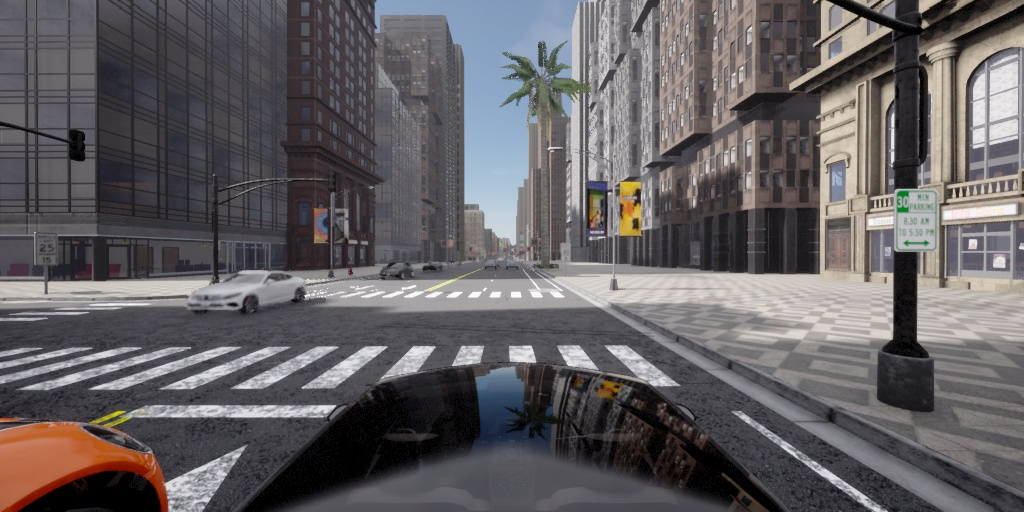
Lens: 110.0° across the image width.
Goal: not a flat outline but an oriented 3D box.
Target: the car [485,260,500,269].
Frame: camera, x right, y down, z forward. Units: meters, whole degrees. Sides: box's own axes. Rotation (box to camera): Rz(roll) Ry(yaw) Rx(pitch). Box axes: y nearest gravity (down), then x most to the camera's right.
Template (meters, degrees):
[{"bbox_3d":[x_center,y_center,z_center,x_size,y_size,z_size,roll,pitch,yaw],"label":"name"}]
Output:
[{"bbox_3d":[-3.236,1.335,55.749,2.033,1.411,5.357,0,0,0],"label":"car"}]

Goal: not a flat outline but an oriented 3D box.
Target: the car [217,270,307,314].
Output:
[{"bbox_3d":[-9.848,1.276,13.858,1.812,1.442,4.674,0,0,0],"label":"car"}]

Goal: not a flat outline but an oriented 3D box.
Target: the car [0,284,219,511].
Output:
[{"bbox_3d":[-3.150,1.102,0.269,2.097,1.767,4.553,0,0,0],"label":"car"}]

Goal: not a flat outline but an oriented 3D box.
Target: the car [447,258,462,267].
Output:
[{"bbox_3d":[-9.734,1.068,60.756,1.994,1.385,4.181,0,0,0],"label":"car"}]

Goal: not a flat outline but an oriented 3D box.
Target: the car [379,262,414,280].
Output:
[{"bbox_3d":[-9.841,1.264,30.972,1.837,1.490,4.892,0,0,0],"label":"car"}]

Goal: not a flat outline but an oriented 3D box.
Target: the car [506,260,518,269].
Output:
[{"bbox_3d":[0.014,1.335,55.747,2.033,1.411,5.357,0,0,0],"label":"car"}]

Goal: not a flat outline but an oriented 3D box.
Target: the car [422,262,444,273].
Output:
[{"bbox_3d":[-9.830,1.370,44.847,1.895,1.301,4.718,0,0,0],"label":"car"}]
